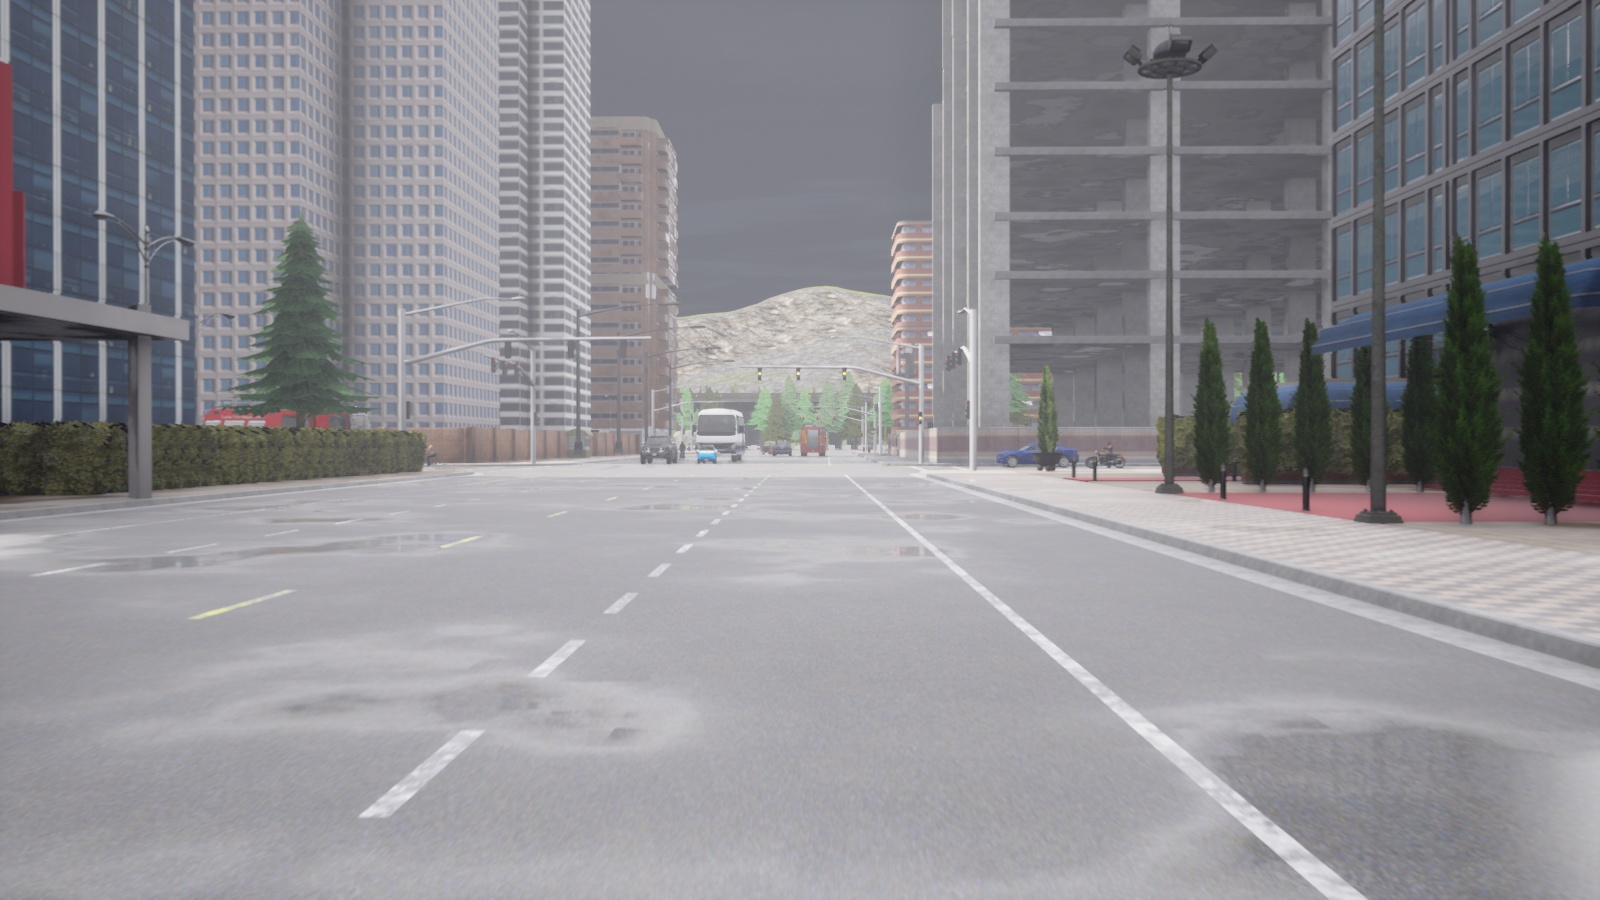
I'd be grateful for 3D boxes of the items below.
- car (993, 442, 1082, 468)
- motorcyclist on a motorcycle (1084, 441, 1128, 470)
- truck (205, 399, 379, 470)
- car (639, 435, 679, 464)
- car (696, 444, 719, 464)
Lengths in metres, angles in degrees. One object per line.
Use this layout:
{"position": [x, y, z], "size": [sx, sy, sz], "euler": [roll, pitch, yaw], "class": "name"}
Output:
{"position": [14.338, 0.308, 75.899], "size": [5.008, 1.535, 1.882], "euler": [0, 0, 1], "class": "car"}
{"position": [17.630, 0.303, 72.359], "size": [2.350, 1.649, 0.766], "euler": [0, 0, 1], "class": "motorcyclist on a motorcycle"}
{"position": [-27.986, -0.832, 69.411], "size": [8.468, 3.827, 2.891], "euler": [0, 0, 1], "class": "truck"}
{"position": [-10.130, -0.052, 90.426], "size": [2.150, 2.045, 5.566], "euler": [0, 0, 1], "class": "car"}
{"position": [-6.634, 0.287, 90.254], "size": [1.481, 1.376, 2.207], "euler": [0, 0, 1], "class": "car"}
